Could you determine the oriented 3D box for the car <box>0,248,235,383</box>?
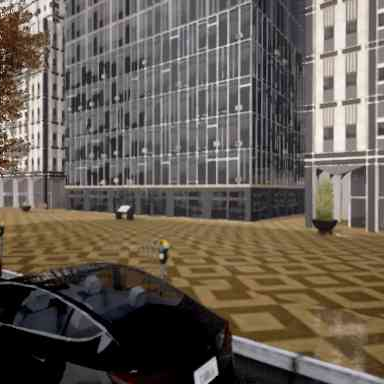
[{"bbox_3d":[-1.573,1.547,3.998,4.313,1.339,1.947,0,0,35],"label":"car"}]
